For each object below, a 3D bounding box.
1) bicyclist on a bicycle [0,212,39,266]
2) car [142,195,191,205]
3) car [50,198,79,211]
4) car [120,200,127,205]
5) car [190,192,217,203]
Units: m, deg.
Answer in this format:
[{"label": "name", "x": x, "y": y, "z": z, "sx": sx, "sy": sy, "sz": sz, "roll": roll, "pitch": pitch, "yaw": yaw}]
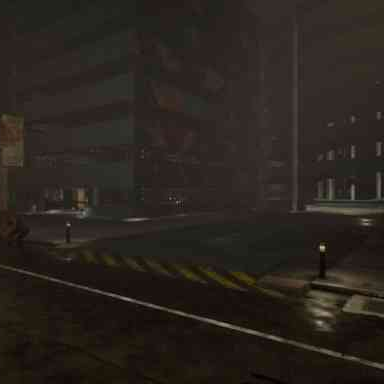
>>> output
[{"label": "bicyclist on a bicycle", "x": -5.502, "y": 1.432, "z": 10.210, "sx": 0.582, "sy": 1.620, "sz": 1.656, "roll": 0, "pitch": 1, "yaw": 35}, {"label": "car", "x": -2.712, "y": 1.320, "z": 34.498, "sx": 4.674, "sy": 1.452, "sz": 2.002, "roll": 0, "pitch": 0, "yaw": 35}, {"label": "car", "x": -15.056, "y": 1.413, "z": 38.158, "sx": 4.786, "sy": 1.482, "sz": 2.161, "roll": 0, "pitch": 0, "yaw": 35}, {"label": "car", "x": -8.033, "y": 1.463, "z": 47.401, "sx": 4.718, "sy": 1.301, "sz": 1.895, "roll": 0, "pitch": 0, "yaw": 35}, {"label": "car", "x": 1.944, "y": 1.028, "z": 63.001, "sx": 5.566, "sy": 2.045, "sz": 2.435, "roll": 0, "pitch": 0, "yaw": 35}]
